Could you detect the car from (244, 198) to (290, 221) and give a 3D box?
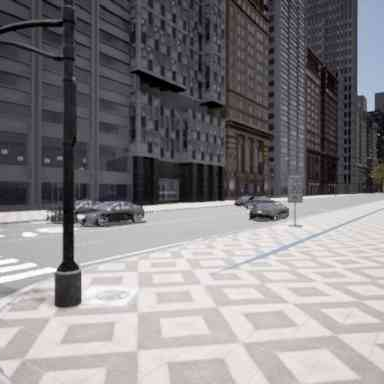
[{"bbox_3d":[6.095,1.402,25.805,1.994,1.385,4.181,0,1,36],"label":"car"}]

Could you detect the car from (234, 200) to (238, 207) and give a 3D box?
[{"bbox_3d":[7.635,1.245,44.861,2.033,1.411,5.357,0,1,36],"label":"car"}]

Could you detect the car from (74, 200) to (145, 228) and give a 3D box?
[{"bbox_3d":[-5.180,1.369,21.622,2.128,1.511,4.902,0,1,36],"label":"car"}]

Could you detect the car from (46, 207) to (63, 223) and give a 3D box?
[{"bbox_3d":[-7.806,1.358,23.536,2.128,1.511,4.902,0,1,36],"label":"car"}]

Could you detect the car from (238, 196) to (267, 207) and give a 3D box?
[{"bbox_3d":[7.774,1.242,39.541,1.837,1.490,4.892,0,0,36],"label":"car"}]
